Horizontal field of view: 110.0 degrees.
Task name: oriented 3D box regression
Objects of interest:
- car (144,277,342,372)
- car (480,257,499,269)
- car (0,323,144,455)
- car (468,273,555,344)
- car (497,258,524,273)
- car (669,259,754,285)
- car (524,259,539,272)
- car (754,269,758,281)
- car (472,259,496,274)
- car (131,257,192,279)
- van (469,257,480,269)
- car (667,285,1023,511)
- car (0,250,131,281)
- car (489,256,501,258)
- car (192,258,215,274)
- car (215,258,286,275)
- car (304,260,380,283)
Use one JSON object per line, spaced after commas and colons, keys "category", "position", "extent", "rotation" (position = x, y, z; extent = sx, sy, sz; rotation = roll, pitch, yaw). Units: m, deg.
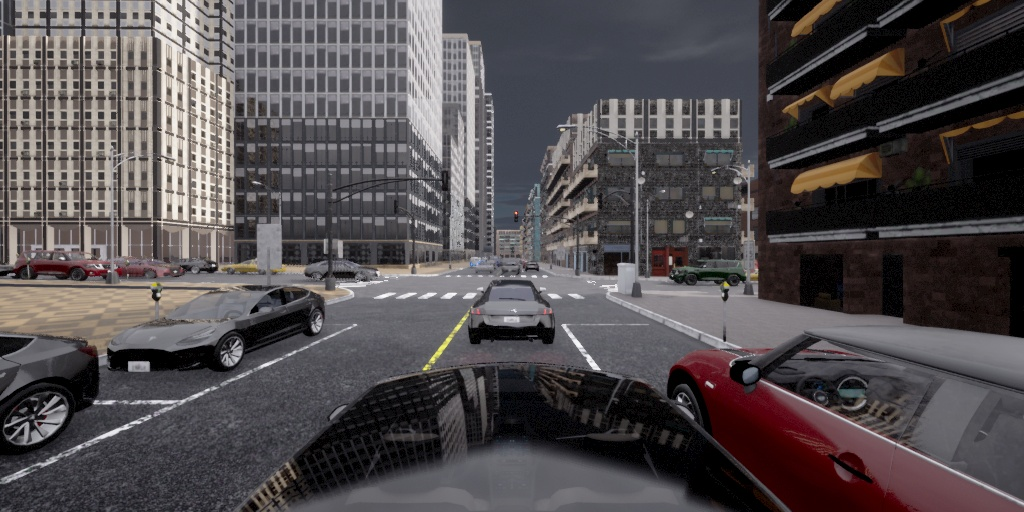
{"category": "car", "position": [-5.700, 1.315, 7.653], "extent": [1.948, 1.339, 4.313], "rotation": [0, 0, 0]}
{"category": "car", "position": [-3.204, 1.259, 51.888], "extent": [1.837, 1.490, 4.892], "rotation": [0, 0, 0]}
{"category": "car", "position": [-5.688, 1.316, 2.407], "extent": [1.948, 1.339, 4.313], "rotation": [0, 0, 0]}
{"category": "car", "position": [-0.013, 1.313, 9.583], "extent": [1.994, 1.385, 4.181], "rotation": [0, 0, 0]}
{"category": "car", "position": [-0.088, 1.242, 38.480], "extent": [2.128, 1.511, 4.902], "rotation": [0, 0, 3]}
{"category": "car", "position": [15.524, 1.289, 28.542], "extent": [5.566, 2.045, 2.150], "rotation": [1, 0, -1]}
{"category": "car", "position": [2.593, 1.319, 47.317], "extent": [1.948, 1.339, 4.313], "rotation": [0, 0, 0]}
{"category": "car", "position": [21.303, 1.697, 31.215], "extent": [4.829, 1.417, 1.751], "rotation": [0, 0, -1]}
{"category": "car", "position": [-3.186, 1.353, 41.898], "extent": [1.895, 1.301, 4.718], "rotation": [0, 0, 0]}
{"category": "car", "position": [-25.296, 0.870, 24.791], "extent": [4.181, 1.385, 1.994], "rotation": [1, 0, -1]}
{"category": "van", "position": [-5.810, 1.096, 57.264], "extent": [1.690, 1.789, 3.998], "rotation": [0, 0, 0]}
{"category": "car", "position": [2.693, 1.190, 2.427], "extent": [1.967, 1.591, 4.097], "rotation": [0, 0, 0]}
{"category": "car", "position": [-27.428, 0.590, 22.173], "extent": [5.009, 1.841, 2.192], "rotation": [0, 0, -1]}
{"category": "car", "position": [-3.204, 0.979, 62.361], "extent": [2.150, 2.045, 5.566], "rotation": [0, 0, 0]}
{"category": "car", "position": [-27.550, 0.815, 30.554], "extent": [4.313, 1.339, 1.948], "rotation": [0, 0, -1]}
{"category": "car", "position": [-22.105, 0.880, 30.715], "extent": [4.829, 1.417, 1.751], "rotation": [0, 0, -1]}
{"category": "car", "position": [-11.868, 1.051, 25.180], "extent": [4.902, 1.511, 2.128], "rotation": [1, 0, -3]}
